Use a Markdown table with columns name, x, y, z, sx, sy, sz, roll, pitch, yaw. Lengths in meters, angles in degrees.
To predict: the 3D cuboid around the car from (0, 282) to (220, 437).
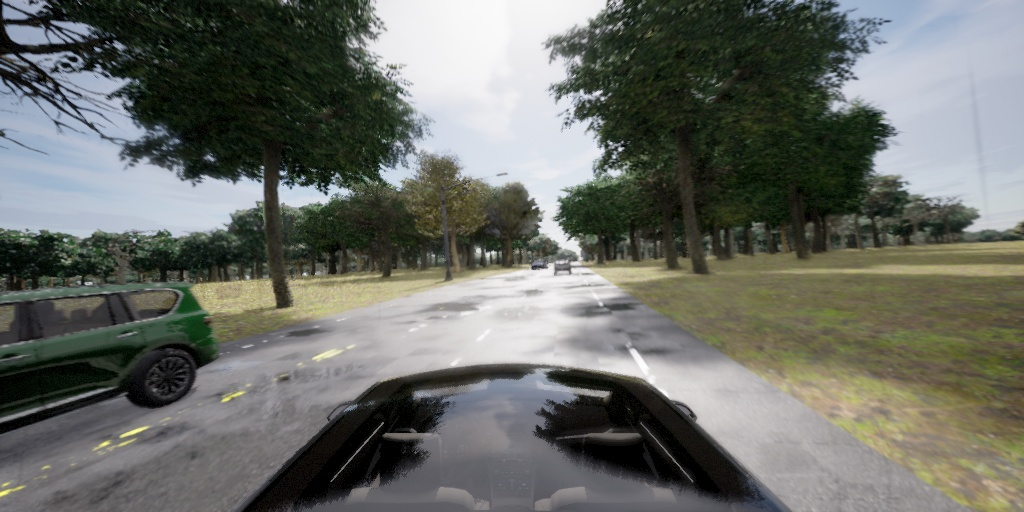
| name | x | y | z | sx | sy | sz | roll | pitch | yaw |
| --- | --- | --- | --- | --- | --- | --- | --- | --- | --- |
| car | -6.916 | 1.495 | 4.516 | 2.150 | 2.045 | 5.566 | -4 | -1 | 9 |

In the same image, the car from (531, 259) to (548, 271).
| name | x | y | z | sx | sy | sz | roll | pitch | yaw |
| --- | --- | --- | --- | --- | --- | --- | --- | --- | --- |
| car | 4.448 | 1.337 | 58.077 | 2.097 | 1.767 | 4.553 | -4 | -1 | 15 |

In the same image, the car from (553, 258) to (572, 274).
| name | x | y | z | sx | sy | sz | roll | pitch | yaw |
| --- | --- | --- | --- | --- | --- | --- | --- | --- | --- |
| car | 5.722 | 1.186 | 40.325 | 2.128 | 1.511 | 4.902 | -4 | -1 | 9 |
